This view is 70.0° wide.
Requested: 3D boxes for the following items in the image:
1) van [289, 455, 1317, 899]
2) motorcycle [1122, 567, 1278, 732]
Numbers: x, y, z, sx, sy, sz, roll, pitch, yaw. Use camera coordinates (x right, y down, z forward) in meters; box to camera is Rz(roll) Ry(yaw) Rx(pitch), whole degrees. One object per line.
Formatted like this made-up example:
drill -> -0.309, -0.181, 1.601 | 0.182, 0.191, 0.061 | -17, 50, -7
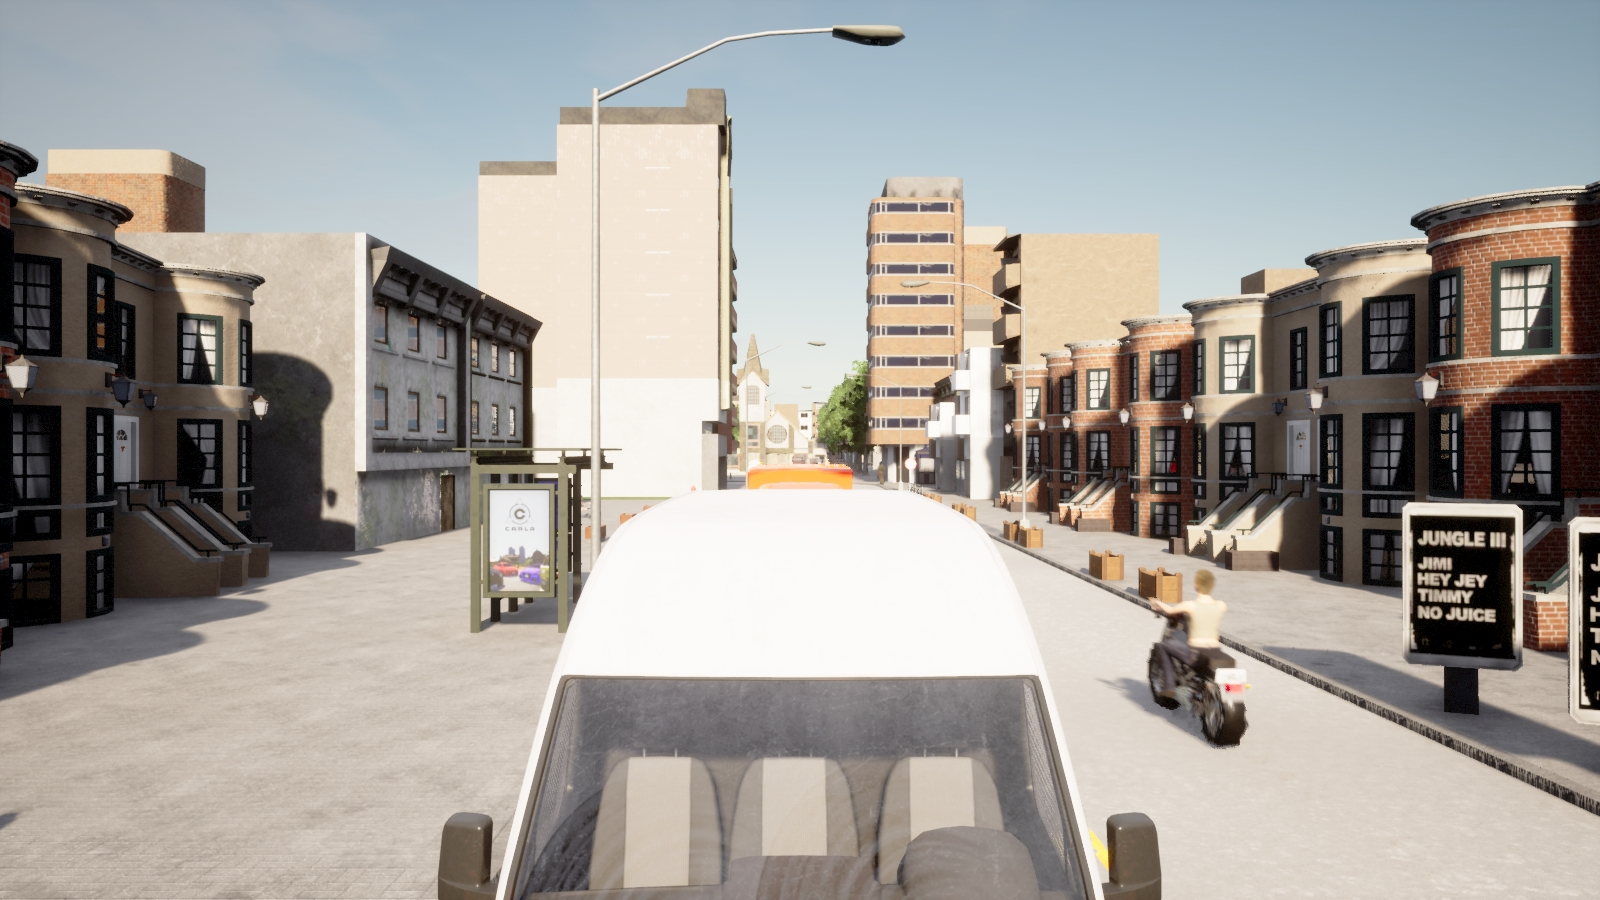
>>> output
van -> 0.007, 1.317, 5.167 | 1.988, 2.561, 5.915 | 0, 0, 0
motorcycle -> 4.004, 1.955, 11.661 | 0.764, 1.277, 2.356 | 0, 0, 0
